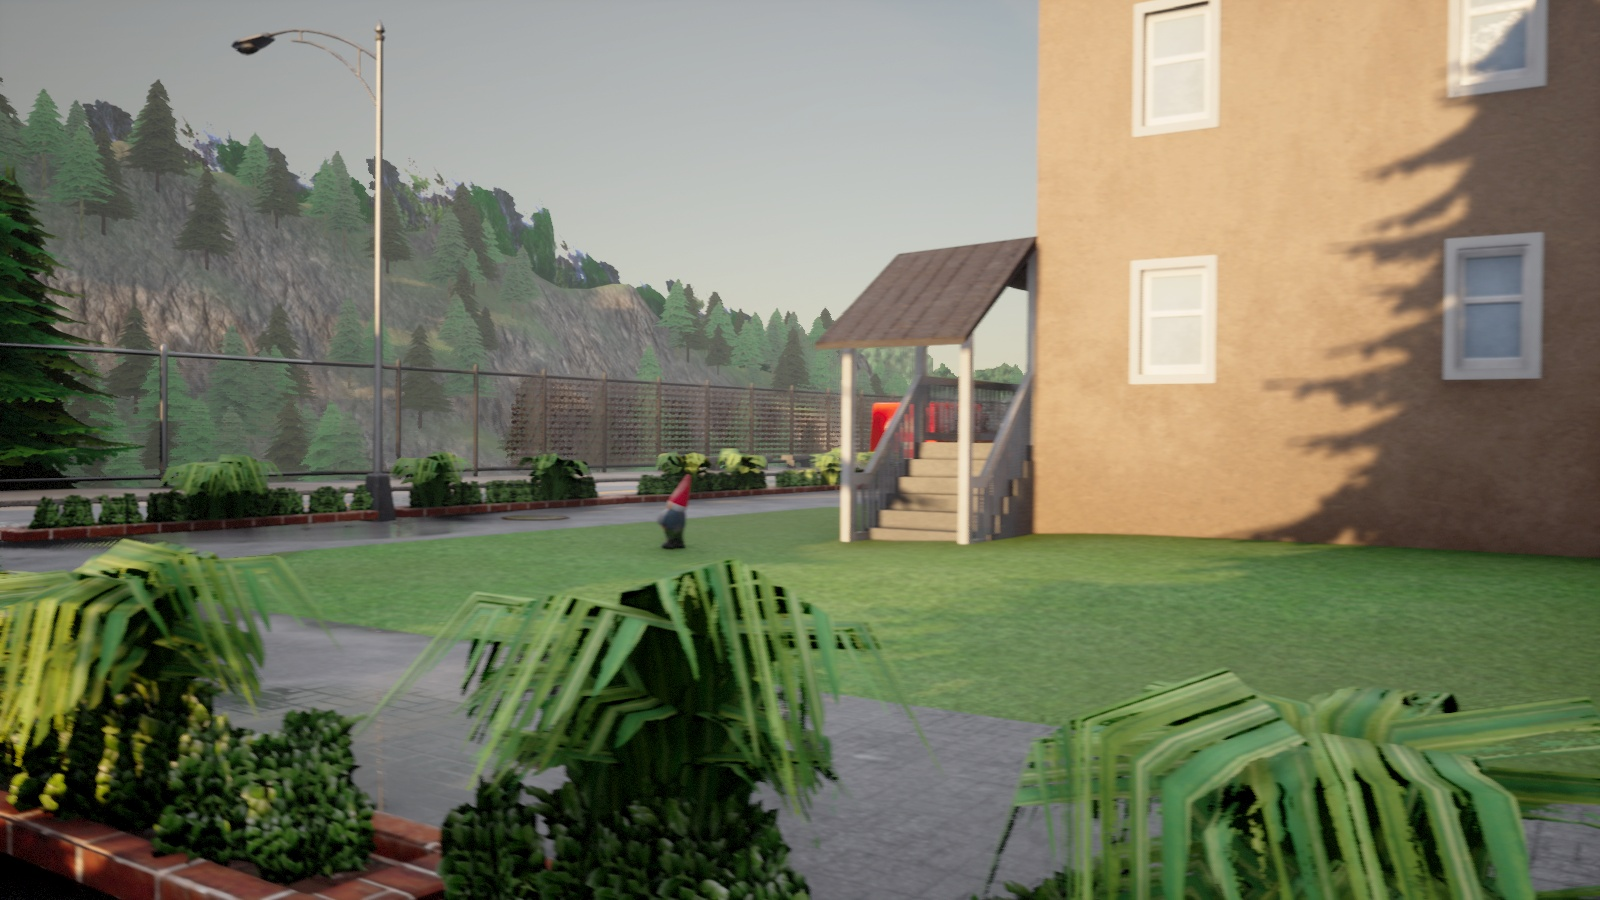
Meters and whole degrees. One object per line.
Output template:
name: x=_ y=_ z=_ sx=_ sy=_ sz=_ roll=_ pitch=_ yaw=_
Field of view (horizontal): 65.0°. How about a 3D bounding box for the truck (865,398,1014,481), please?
truck: x=4.563 y=-0.347 z=40.325 sx=2.627 sy=2.467 sz=5.204 roll=0 pitch=1 yaw=34
